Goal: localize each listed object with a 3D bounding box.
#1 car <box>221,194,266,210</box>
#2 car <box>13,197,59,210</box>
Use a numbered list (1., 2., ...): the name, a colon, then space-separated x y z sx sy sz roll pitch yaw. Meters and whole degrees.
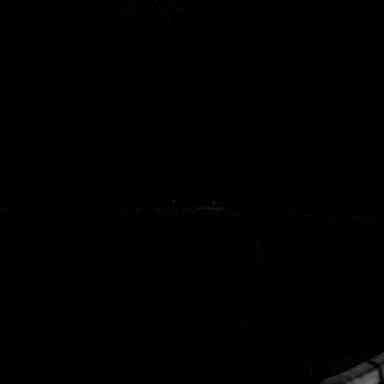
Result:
1. car: 5.331 0.951 34.767 4.553 1.767 2.097 0 1 35
2. car: -16.569 1.172 35.673 4.718 1.301 1.895 0 1 -26
